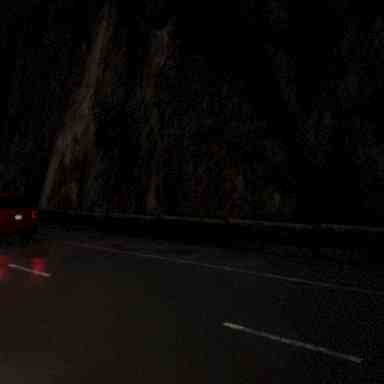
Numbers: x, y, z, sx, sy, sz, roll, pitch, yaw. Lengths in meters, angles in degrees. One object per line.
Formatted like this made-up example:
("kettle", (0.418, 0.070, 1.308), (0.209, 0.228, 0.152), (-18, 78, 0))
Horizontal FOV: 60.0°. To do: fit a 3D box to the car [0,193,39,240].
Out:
("car", (-9.070, 1.060, 14.745), (5.566, 2.045, 2.150), (1, 1, 35))
